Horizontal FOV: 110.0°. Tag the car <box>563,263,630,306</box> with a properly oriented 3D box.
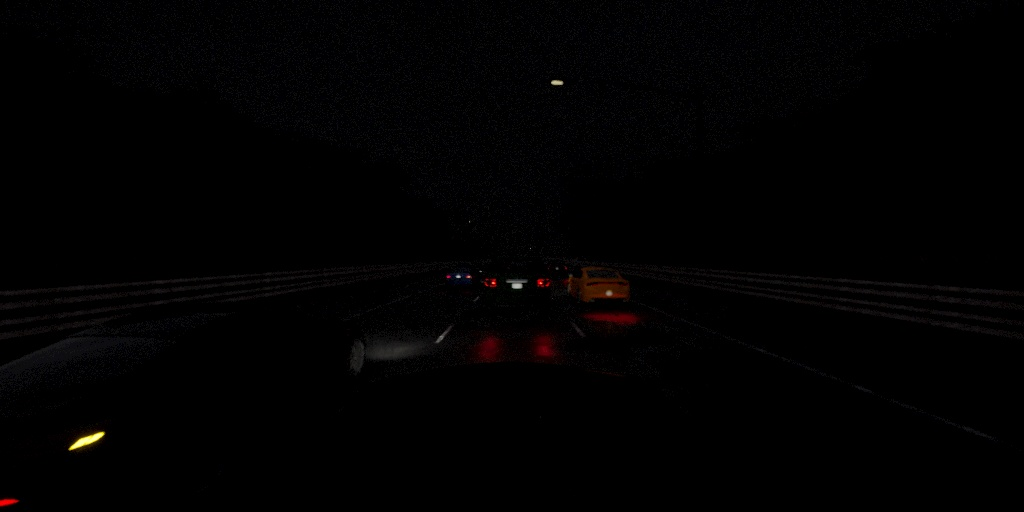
[{"bbox_3d":[3.611,1.220,15.670,1.882,1.535,5.008,0,0,1],"label":"car"}]

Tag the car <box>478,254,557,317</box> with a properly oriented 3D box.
[{"bbox_3d":[0.180,0.963,13.211,2.150,2.045,5.566,0,0,1],"label":"car"}]

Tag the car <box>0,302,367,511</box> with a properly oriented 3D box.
[{"bbox_3d":[-3.397,1.271,4.232,1.812,1.442,4.674,0,0,0],"label":"car"}]

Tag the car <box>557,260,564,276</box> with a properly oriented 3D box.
[{"bbox_3d":[4.031,1.117,33.602,2.097,1.767,4.553,0,0,2],"label":"car"}]

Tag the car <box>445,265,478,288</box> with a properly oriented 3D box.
[{"bbox_3d":[-3.140,1.291,23.880,2.033,1.411,5.357,0,0,1],"label":"car"}]
